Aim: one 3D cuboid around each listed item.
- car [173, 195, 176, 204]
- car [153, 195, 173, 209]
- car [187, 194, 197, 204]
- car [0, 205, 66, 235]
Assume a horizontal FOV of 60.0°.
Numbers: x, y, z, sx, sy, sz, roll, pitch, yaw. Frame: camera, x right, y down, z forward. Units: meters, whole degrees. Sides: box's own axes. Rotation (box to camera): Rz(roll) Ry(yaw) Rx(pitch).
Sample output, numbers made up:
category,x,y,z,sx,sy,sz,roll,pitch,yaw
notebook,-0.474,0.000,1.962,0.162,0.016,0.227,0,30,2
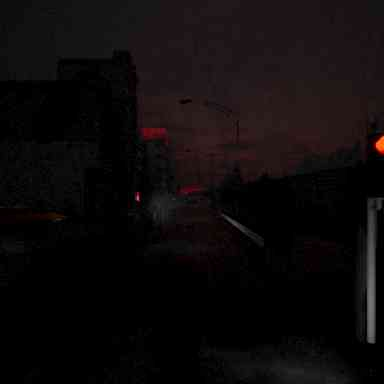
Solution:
category,x,y,z,sx,sy,sz,roll,pitch,yaw
car,-4.118,1.601,53.645,1.895,1.301,4.718,0,0,0
car,-4.119,1.491,44.361,2.128,1.511,4.902,0,0,0
car,0.064,1.526,64.618,1.812,1.442,4.674,0,0,0
car,-9.491,1.477,18.091,5.008,1.535,1.882,0,1,-11
